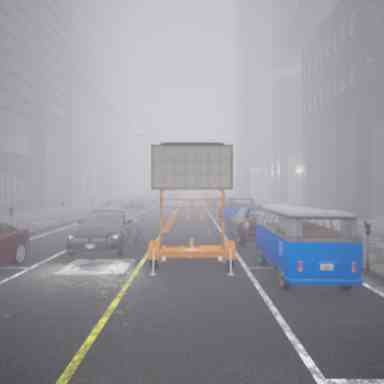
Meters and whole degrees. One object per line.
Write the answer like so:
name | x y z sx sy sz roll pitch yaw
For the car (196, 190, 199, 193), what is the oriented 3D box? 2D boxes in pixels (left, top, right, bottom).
car | 2.692 0.387 81.565 1.887 1.381 4.507 1 1 0

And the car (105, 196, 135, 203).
car | -5.844 1.202 25.321 1.887 1.381 4.507 1 1 0

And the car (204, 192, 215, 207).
car | 2.684 1.052 36.572 2.008 1.369 4.403 1 1 0

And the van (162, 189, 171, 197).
van | -5.832 0.268 75.933 1.690 1.788 3.998 1 1 0

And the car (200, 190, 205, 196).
car | 2.687 0.805 53.444 1.887 1.381 4.507 1 1 0

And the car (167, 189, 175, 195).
car | -5.831 0.113 92.805 1.967 1.590 4.097 1 1 0

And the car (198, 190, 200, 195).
car | 2.688 0.661 64.694 1.947 1.339 4.313 1 1 0

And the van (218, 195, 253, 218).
van | 2.683 1.075 19.697 1.690 1.788 3.998 1 1 0

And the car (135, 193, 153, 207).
car | -5.842 1.052 36.568 2.008 1.369 4.403 1 1 0

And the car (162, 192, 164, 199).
car | -5.838 0.760 59.065 1.802 1.307 4.206 1 1 0

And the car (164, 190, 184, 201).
car | -3.055 0.432 56.936 2.150 2.045 5.566 0 1 0

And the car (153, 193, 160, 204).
car | -5.840 0.869 47.645 1.752 1.417 4.829 1 1 0

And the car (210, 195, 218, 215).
car | 2.682 1.208 25.324 2.008 1.369 4.403 1 1 0

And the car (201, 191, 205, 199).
car | 2.686 0.886 47.819 1.887 1.381 4.507 1 1 0

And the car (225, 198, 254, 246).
car | 2.681 1.251 14.073 1.967 1.590 4.097 1 1 0

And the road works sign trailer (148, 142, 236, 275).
road works sign trailer | 0.004 0.331 9.897 2.380 3.560 2.880 0 1 0

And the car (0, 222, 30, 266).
car | -5.847 1.431 8.449 1.887 1.381 4.507 1 1 0

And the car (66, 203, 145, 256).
car | -3.097 1.359 12.422 1.812 1.442 4.674 0 1 0

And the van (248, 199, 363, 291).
van | 2.681 1.227 8.448 1.690 1.788 3.998 1 1 0

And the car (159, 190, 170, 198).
car | -5.834 0.451 70.310 1.967 1.590 4.097 1 1 0

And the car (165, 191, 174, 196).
car | -5.833 0.324 87.183 1.947 1.339 4.313 1 1 0

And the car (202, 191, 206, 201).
car | 2.685 0.966 42.196 1.887 1.381 4.507 1 1 0
